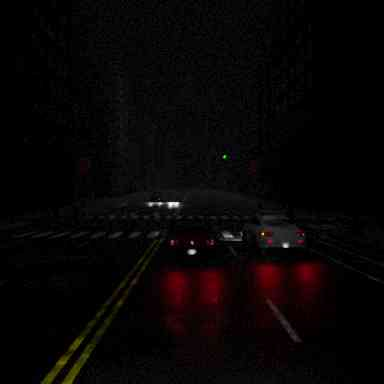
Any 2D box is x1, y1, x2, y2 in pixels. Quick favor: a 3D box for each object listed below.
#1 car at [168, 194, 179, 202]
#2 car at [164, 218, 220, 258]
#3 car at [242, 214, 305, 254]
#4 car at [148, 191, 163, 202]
[{"bbox_3d":[-3.283,1.043,60.347,2.128,1.511,4.902,0,1,1],"label":"car"},{"bbox_3d":[-0.095,1.700,13.226,1.895,1.301,4.718,0,0,-3],"label":"car"},{"bbox_3d":[3.273,1.627,13.870,1.812,1.442,4.674,0,0,0],"label":"car"},{"bbox_3d":[-6.524,0.773,60.275,2.150,2.045,5.566,0,1,1],"label":"car"}]
